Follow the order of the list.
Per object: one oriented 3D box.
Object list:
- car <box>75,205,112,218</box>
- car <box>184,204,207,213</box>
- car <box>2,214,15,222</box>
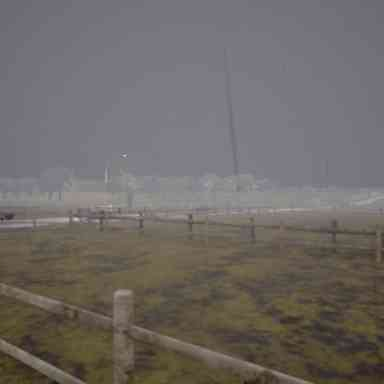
[{"bbox_3d":[-11.038,2.202,37.242,1.994,1.385,4.181,1,-1,35],"label":"car"},{"bbox_3d":[0.616,2.636,53.672,2.128,1.511,4.902,1,-1,36],"label":"car"},{"bbox_3d":[-17.666,1.988,27.836,1.895,1.301,4.718,1,-1,35],"label":"car"}]
